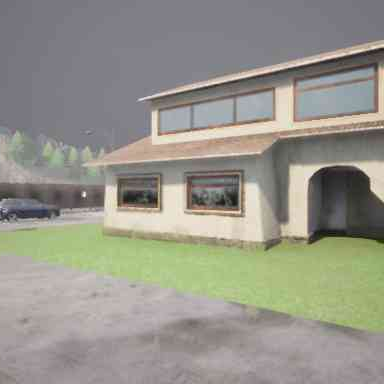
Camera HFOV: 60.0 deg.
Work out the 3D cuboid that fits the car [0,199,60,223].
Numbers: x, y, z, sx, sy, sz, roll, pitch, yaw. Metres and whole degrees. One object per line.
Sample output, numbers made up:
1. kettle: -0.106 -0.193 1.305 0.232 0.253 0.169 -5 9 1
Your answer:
1. car: -12.598 1.284 25.668 2.097 1.767 4.553 0 0 35
